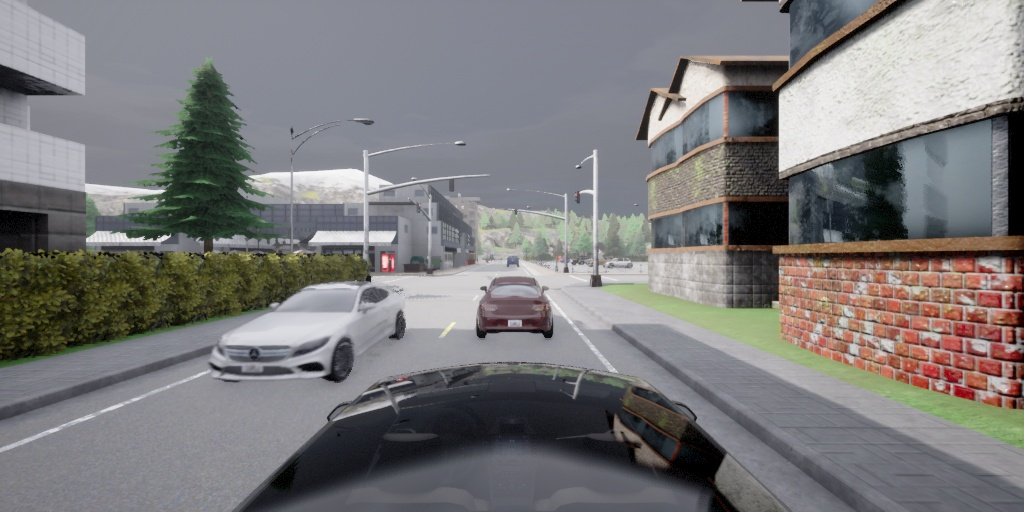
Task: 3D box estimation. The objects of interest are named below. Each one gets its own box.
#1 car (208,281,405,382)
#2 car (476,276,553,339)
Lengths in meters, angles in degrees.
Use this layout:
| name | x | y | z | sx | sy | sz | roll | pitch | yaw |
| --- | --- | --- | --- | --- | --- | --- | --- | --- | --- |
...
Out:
| name | x | y | z | sx | sy | sz | roll | pitch | yaw |
| --- | --- | --- | --- | --- | --- | --- | --- | --- | --- |
| car | -3.563 | 1.276 | 7.277 | 1.812 | 1.442 | 4.674 | 0 | 0 | 0 |
| car | 0.071 | 1.276 | 9.972 | 1.812 | 1.442 | 4.674 | 0 | 0 | 0 |
